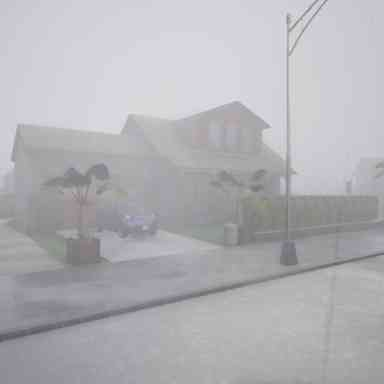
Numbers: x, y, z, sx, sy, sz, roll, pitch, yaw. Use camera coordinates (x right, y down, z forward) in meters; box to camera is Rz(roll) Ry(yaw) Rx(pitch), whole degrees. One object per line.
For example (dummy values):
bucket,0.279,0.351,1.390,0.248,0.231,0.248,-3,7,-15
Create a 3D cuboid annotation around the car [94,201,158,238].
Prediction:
car,-3.054,1.174,15.268,1.845,1.501,3.633,0,0,-38
